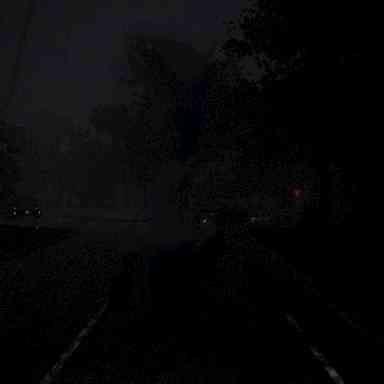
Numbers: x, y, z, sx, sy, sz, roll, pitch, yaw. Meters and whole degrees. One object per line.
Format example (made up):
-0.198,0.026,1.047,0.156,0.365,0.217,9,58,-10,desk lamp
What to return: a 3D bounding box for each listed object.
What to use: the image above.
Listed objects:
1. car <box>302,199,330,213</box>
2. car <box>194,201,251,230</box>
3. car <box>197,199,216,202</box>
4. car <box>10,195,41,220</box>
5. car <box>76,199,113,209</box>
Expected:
14.659,1.623,39.545,1.882,1.535,5.008,1,0,-1,car
2.173,1.572,21.966,2.128,1.511,4.902,-1,-1,34,car
2.398,1.765,54.261,4.181,1.385,1.994,0,0,13,car
-15.089,1.334,29.997,2.150,2.045,5.566,-1,0,-31,car
-14.116,1.727,48.583,2.033,1.411,5.357,0,0,40,car
